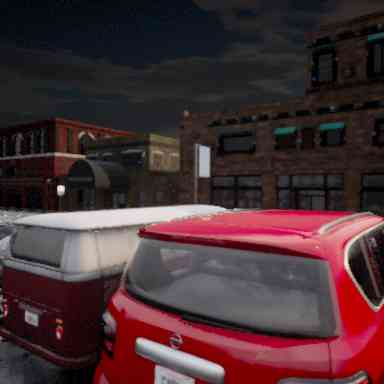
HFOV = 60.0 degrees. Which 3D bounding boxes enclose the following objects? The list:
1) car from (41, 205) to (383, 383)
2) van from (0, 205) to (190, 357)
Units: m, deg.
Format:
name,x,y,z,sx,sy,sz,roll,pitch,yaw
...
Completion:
name,x,y,z,sx,sy,sz,roll,pitch,yaw
car,1.447,1.228,4.148,2.435,2.045,5.566,0,0,35
van,-0.668,1.253,5.762,1.878,1.987,4.442,0,0,35
